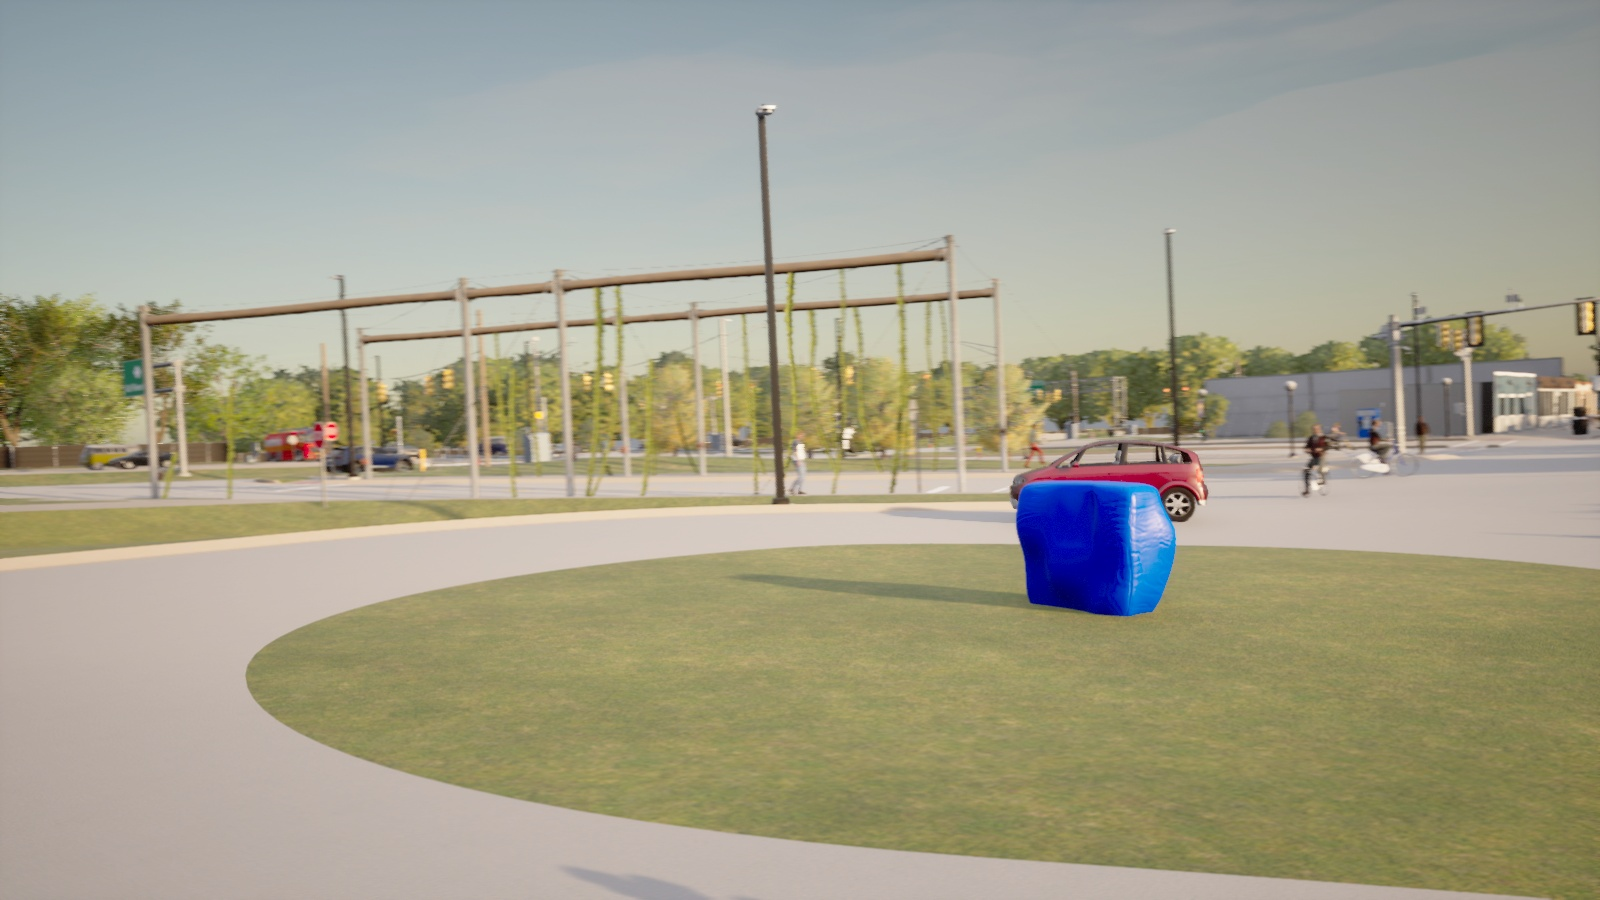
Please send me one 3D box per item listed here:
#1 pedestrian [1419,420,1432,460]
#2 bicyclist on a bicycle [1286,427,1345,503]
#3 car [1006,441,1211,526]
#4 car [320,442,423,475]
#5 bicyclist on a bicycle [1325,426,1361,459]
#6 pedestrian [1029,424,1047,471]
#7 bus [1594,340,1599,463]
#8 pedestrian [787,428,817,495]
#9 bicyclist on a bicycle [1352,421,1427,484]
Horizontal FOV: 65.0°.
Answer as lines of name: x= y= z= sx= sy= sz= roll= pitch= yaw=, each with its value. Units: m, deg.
pedestrian: x=29.124 y=-0.475 z=58.486 sx=0.431 sy=1.840 sz=0.703 roll=-2 pitch=1 yaw=32
bicyclist on a bicycle: x=12.326 y=0.349 z=29.981 sx=0.659 sy=1.776 sz=1.843 roll=-2 pitch=-1 yaw=43
car: x=5.884 y=0.637 z=24.287 sx=3.705 sy=1.549 sz=1.789 roll=-1 pitch=1 yaw=11
car: x=-22.959 y=0.419 z=67.480 sx=2.033 sy=1.649 sz=4.856 roll=-2 pitch=0 yaw=40
bicyclist on a bicycle: x=27.280 y=-0.385 z=63.047 sx=1.509 sy=1.612 sz=0.866 roll=0 pitch=1 yaw=33
pedestrian: x=9.526 y=-0.114 z=50.261 sx=0.614 sy=1.847 sz=0.353 roll=-2 pitch=1 yaw=14
bus: x=27.661 y=-1.630 z=38.745 sx=3.944 sy=4.253 sz=10.273 roll=-3 pitch=0 yaw=25
pedestrian: x=0.064 y=0.324 z=35.224 sx=0.706 sy=1.836 sz=0.354 roll=-2 pitch=1 yaw=13
bicyclist on a bicycle: x=17.547 y=0.086 z=37.423 sx=1.843 sy=1.776 sz=0.659 roll=-3 pitch=0 yaw=11
